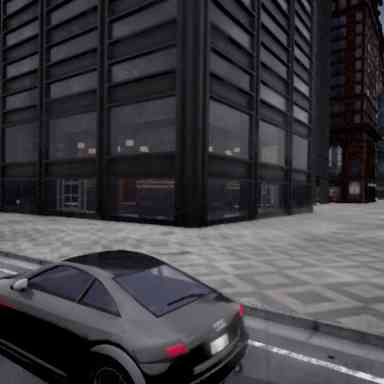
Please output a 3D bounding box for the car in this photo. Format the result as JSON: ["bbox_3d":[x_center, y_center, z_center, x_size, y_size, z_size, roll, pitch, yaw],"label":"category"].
[{"bbox_3d":[-1.338,1.542,4.641,4.181,1.385,1.994,0,0,36],"label":"car"}]
